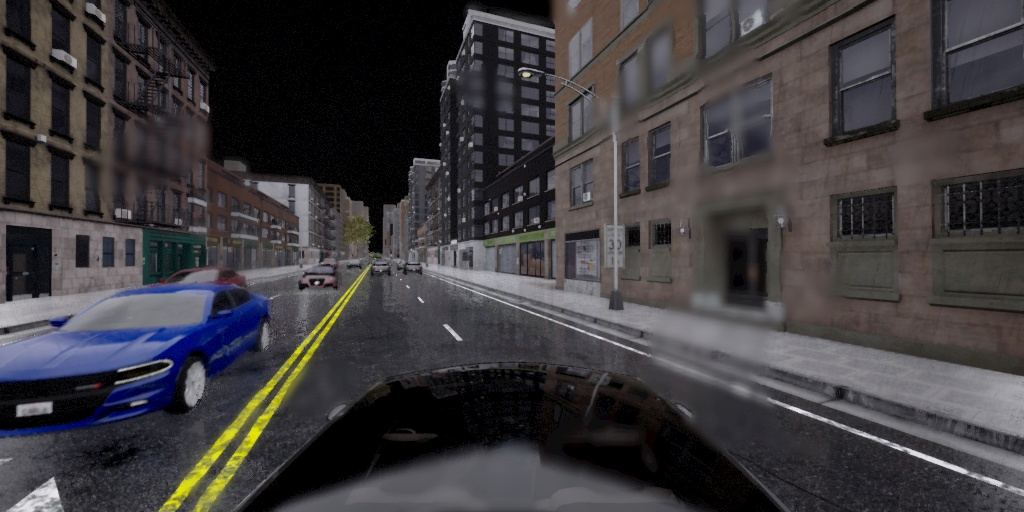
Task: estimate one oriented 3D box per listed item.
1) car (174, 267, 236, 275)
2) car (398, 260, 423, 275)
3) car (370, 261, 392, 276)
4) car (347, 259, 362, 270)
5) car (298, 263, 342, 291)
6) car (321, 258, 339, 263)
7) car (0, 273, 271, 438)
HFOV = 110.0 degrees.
[{"bbox_3d":[-12.074,1.222,13.989,1.882,1.535,5.008,0,0,-21],"label":"car"},{"bbox_3d":[-10.801,1.214,38.799,2.128,1.511,4.902,0,0,-20],"label":"car"},{"bbox_3d":[-13.481,1.215,36.812,2.128,1.511,4.902,0,0,-21],"label":"car"},{"bbox_3d":[-23.168,1.175,52.837,1.882,1.535,5.008,0,0,-20],"label":"car"},{"bbox_3d":[-11.525,1.304,21.774,1.994,1.385,4.181,0,0,-21],"label":"car"},{"bbox_3d":[-26.175,1.049,51.602,2.097,1.767,4.553,0,0,-20],"label":"car"},{"bbox_3d":[-5.550,1.227,5.851,1.882,1.535,5.008,0,0,-21],"label":"car"}]
